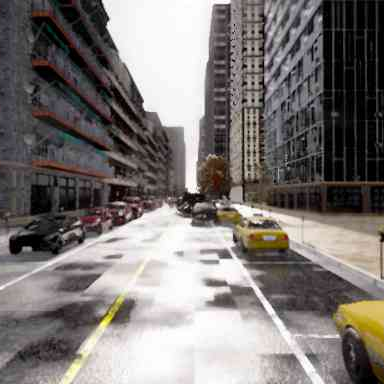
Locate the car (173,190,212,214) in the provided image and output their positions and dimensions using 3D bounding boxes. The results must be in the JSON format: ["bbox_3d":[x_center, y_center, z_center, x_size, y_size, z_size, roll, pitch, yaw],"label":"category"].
[{"bbox_3d":[-0.113,1.359,35.580,2.150,2.045,5.566,1,-16,-16],"label":"car"}]

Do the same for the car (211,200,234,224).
[{"bbox_3d":[2.685,1.613,25.172,1.752,1.417,4.829,0,0,0],"label":"car"}]

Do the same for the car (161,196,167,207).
[{"bbox_3d":[-5.707,1.538,53.317,2.192,1.841,5.009,0,0,0],"label":"car"}]

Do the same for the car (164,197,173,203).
[{"bbox_3d":[-5.721,1.974,81.631,1.947,1.339,4.313,0,0,0],"label":"car"}]

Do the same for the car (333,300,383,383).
[{"bbox_3d":[2.696,1.533,2.522,1.752,1.417,4.829,0,0,0],"label":"car"}]

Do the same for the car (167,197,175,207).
[{"bbox_3d":[-3.079,1.727,57.839,1.882,1.535,5.008,0,0,0],"label":"car"}]

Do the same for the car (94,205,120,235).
[{"bbox_3d":[-5.693,1.645,19.336,1.802,1.307,4.206,0,0,0],"label":"car"}]

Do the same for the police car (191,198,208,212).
[{"bbox_3d":[0.883,1.588,41.640,1.930,1.638,5.238,0,0,0],"label":"police car"}]

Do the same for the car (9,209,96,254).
[{"bbox_3d":[-5.690,1.608,13.673,1.947,1.339,4.313,0,0,0],"label":"car"}]

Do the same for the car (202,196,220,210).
[{"bbox_3d":[2.676,1.508,47.657,2.192,1.841,5.009,0,0,0],"label":"car"}]

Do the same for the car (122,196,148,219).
[{"bbox_3d":[-5.696,1.427,30.664,2.192,1.841,5.009,0,0,0],"label":"car"}]

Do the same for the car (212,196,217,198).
[{"bbox_3d":[2.680,1.578,36.329,1.967,1.590,4.097,0,0,0],"label":"car"}]

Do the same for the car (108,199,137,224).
[{"bbox_3d":[-5.695,1.527,24.999,1.967,1.590,4.097,0,0,0],"label":"car"}]

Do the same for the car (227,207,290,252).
[{"bbox_3d":[2.690,1.568,13.847,1.752,1.417,4.829,0,0,0],"label":"car"}]

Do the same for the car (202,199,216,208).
[{"bbox_3d":[2.672,1.774,53.320,2.008,1.369,4.403,0,0,0],"label":"car"}]

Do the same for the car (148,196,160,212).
[{"bbox_3d":[-5.701,1.479,41.989,2.192,1.841,5.009,0,0,0],"label":"car"}]

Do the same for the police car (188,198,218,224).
[{"bbox_3d":[0.890,1.516,25.641,1.930,1.638,5.238,0,0,0],"label":"police car"}]

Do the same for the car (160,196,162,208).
[{"bbox_3d":[-5.705,1.717,47.483,1.752,1.417,4.829,0,0,0],"label":"car"}]

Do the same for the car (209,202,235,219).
[{"bbox_3d":[2.682,1.678,30.666,1.947,1.339,4.313,0,0,0],"label":"car"}]

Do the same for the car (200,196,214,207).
[{"bbox_3d":[2.670,1.571,58.982,2.192,1.841,5.009,0,0,0],"label":"car"}]
